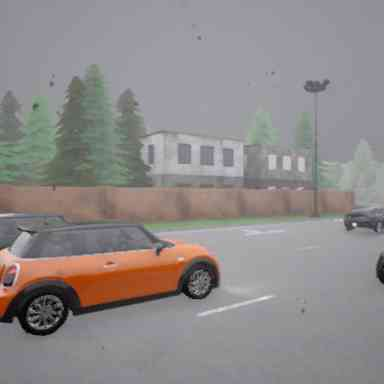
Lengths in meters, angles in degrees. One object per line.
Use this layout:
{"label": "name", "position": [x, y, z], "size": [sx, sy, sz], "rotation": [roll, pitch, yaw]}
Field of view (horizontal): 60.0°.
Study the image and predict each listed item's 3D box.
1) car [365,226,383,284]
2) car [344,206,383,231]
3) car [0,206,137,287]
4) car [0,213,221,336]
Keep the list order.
{"label": "car", "position": [6.482, 1.616, 8.369], "size": [4.181, 1.385, 1.994], "rotation": [0, 0, -35]}
{"label": "car", "position": [11.234, 1.614, 20.357], "size": [4.892, 1.490, 1.837], "rotation": [0, 0, -35]}
{"label": "car", "position": [-4.114, 1.362, 9.409], "size": [4.553, 1.767, 2.097], "rotation": [0, 0, -35]}
{"label": "car", "position": [-1.562, 1.366, 6.933], "size": [4.553, 1.767, 2.097], "rotation": [0, 0, -35]}
